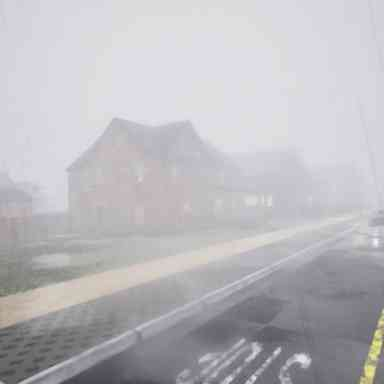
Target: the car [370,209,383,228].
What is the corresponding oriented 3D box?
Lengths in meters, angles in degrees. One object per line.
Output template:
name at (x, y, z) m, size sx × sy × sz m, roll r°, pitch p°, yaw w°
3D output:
car at (14.869, 1.968, 25.303) m, size 1.994 × 1.385 × 4.181 m, roll -2°, pitch -2°, yaw 34°
